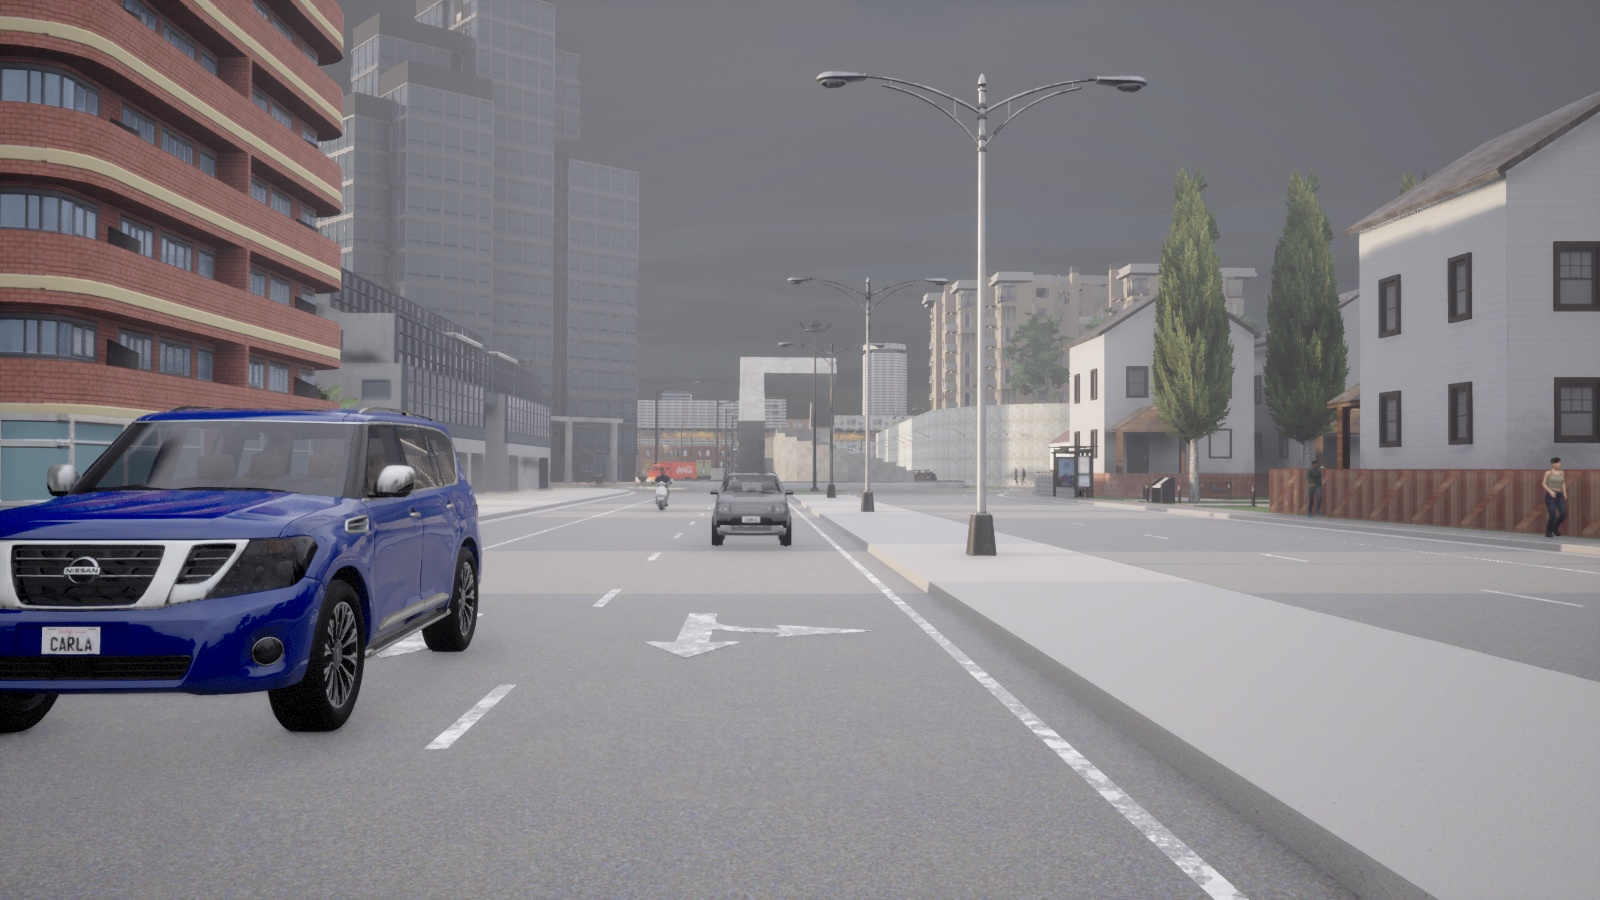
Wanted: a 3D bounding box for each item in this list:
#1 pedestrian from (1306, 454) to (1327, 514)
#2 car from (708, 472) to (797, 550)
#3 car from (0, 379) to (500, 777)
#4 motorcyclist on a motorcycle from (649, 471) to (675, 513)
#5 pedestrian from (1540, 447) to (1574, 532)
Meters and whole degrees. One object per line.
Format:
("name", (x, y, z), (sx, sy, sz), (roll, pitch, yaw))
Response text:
("pedestrian", (16.259, 1.067, 39.543), (0.353, 1.847, 0.614), (0, -1, -2))
("car", (-1.028, 1.251, 27.073), (1.789, 1.549, 3.705), (0, -1, -2))
("car", (-3.854, 0.704, 9.265), (2.150, 2.045, 5.566), (0, -1, -2))
("motorcyclist on a motorcycle", (-5.360, 1.609, 48.907), (0.866, 1.590, 1.817), (0, -1, -2))
("pedestrian", (16.619, 0.865, 27.571), (0.345, 1.836, 0.594), (0, -1, -1))
